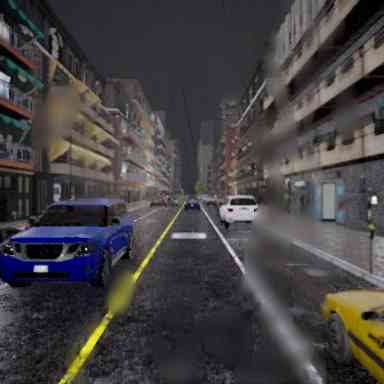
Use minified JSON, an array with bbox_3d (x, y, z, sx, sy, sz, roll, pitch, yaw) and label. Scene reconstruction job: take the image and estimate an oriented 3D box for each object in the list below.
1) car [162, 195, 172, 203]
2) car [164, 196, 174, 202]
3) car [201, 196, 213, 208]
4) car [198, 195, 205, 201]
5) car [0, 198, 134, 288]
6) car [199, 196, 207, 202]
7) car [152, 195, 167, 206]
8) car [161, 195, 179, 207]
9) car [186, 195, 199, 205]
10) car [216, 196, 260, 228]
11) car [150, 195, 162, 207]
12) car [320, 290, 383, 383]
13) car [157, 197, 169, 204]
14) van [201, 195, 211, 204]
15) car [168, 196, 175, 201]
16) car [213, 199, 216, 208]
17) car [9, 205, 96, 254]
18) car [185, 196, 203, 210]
[{"bbox_3d":[-5.695,1.590,76.460,1.967,1.590,4.097,0,0,0],"label":"car"},{"bbox_3d":[-5.697,1.720,82.125,2.008,1.369,4.403,0,0,0],"label":"car"},{"bbox_3d":[2.689,1.624,48.138,2.008,1.369,4.403,0,0,0],"label":"car"},{"bbox_3d":[2.683,1.650,93.455,1.967,1.590,4.097,0,0,0],"label":"car"},{"bbox_3d":[-3.102,1.229,9.601,2.150,2.045,5.566,0,0,0],"label":"car"},{"bbox_3d":[2.684,1.714,82.126,1.887,1.381,4.507,0,0,0],"label":"car"},{"bbox_3d":[-5.691,1.415,59.469,2.192,1.841,5.009,0,0,0],"label":"car"},{"bbox_3d":[-3.081,1.433,51.202,2.097,1.767,4.553,0,0,0],"label":"car"},{"bbox_3d":[0.053,1.456,60.098,2.097,1.767,4.553,0,0,-2],"label":"car"},{"bbox_3d":[3.104,1.253,22.558,2.150,2.045,5.566,0,0,0],"label":"car"},{"bbox_3d":[-5.692,1.631,53.803,1.887,1.381,4.507,0,0,0],"label":"car"},{"bbox_3d":[2.696,1.528,2.993,1.752,1.417,4.829,0,0,0],"label":"car"},{"bbox_3d":[-5.694,1.681,65.130,1.947,1.339,4.313,0,0,0],"label":"car"},{"bbox_3d":[2.687,1.457,65.131,1.690,1.788,3.998,0,0,0],"label":"van"},{"bbox_3d":[-5.698,1.734,93.285,1.752,1.417,4.829,0,0,0],"label":"car"},{"bbox_3d":[3.145,1.563,29.528,1.812,1.442,4.674,0,0,0],"label":"car"},{"bbox_3d":[-5.685,1.453,14.149,1.967,1.590,4.097,0,0,0],"label":"car"},{"bbox_3d":[0.045,1.627,43.403,1.994,1.385,4.181,0,0,0],"label":"car"}]
